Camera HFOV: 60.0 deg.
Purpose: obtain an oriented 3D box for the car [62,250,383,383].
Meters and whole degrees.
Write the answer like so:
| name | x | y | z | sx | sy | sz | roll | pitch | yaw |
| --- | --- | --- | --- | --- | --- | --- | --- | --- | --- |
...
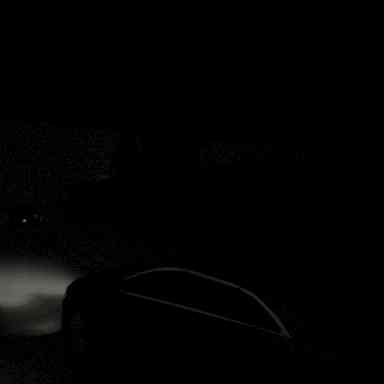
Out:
| name | x | y | z | sx | sy | sz | roll | pitch | yaw |
| --- | --- | --- | --- | --- | --- | --- | --- | --- | --- |
| car | 0.181 | 1.517 | 4.204 | 4.902 | 1.511 | 2.128 | 0 | 0 | 41 |

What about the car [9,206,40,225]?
| name | x | y | z | sx | sy | sz | roll | pitch | yaw |
| --- | --- | --- | --- | --- | --- | --- | --- | --- | --- |
| car | -12.275 | 1.650 | 24.392 | 1.895 | 1.301 | 4.718 | 1 | 0 | -27 |
